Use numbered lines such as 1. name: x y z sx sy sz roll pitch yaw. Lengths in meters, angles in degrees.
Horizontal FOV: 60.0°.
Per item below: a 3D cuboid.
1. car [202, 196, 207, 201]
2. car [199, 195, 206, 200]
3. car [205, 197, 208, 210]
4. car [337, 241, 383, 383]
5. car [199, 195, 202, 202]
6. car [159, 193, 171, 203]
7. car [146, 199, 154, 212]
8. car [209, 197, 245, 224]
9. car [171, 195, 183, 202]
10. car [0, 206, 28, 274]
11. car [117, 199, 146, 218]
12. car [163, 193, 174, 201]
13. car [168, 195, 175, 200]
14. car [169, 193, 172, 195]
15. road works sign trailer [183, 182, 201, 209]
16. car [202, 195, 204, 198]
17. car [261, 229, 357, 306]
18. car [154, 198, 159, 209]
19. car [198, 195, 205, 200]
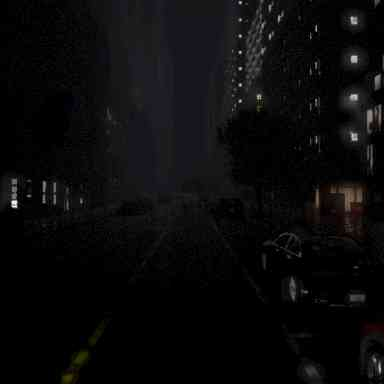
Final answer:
1. car: 2.696 1.524 41.838 2.008 1.369 4.403 0 0 0
2. car: 2.697 1.455 87.237 1.802 1.307 4.206 1 0 0
3. car: 2.696 1.525 36.163 1.887 1.381 4.507 0 0 0
4. car: 2.825 1.440 2.113 1.967 1.590 4.097 0 0 0
5. car: 2.697 1.470 75.888 1.947 1.339 4.313 0 0 0
6. car: -5.684 1.477 64.548 1.887 1.381 4.507 0 0 0
7. car: -5.685 1.531 36.169 2.008 1.369 4.403 0 0 0
8. car: 2.697 1.306 24.814 2.192 1.841 5.009 0 0 0
9. car: -3.000 1.383 75.931 2.128 1.511 4.902 0 0 0
10. car: -5.784 1.314 7.793 2.192 1.841 5.009 0 0 0
11. car: -5.685 1.531 30.494 1.887 1.381 4.507 0 0 0
12. car: -5.682 1.204 81.576 2.192 1.841 5.009 0 0 0
13. car: -5.684 1.437 92.926 1.802 1.307 4.206 1 0 0
14. car: -5.683 1.344 75.900 1.967 1.590 4.097 0 0 0
15. road works sign trailer: 0.000 0.435 43.747 2.380 3.560 2.880 0 0 0
16. car: 2.696 1.490 47.684 1.752 1.417 4.829 0 0 0
17. car: 2.794 1.550 7.791 2.008 1.369 4.403 0 0 0
18. car: -5.684 1.524 41.845 2.008 1.369 4.403 0 0 0
19. car: 2.697 1.437 92.912 1.802 1.307 4.206 1 0 0
